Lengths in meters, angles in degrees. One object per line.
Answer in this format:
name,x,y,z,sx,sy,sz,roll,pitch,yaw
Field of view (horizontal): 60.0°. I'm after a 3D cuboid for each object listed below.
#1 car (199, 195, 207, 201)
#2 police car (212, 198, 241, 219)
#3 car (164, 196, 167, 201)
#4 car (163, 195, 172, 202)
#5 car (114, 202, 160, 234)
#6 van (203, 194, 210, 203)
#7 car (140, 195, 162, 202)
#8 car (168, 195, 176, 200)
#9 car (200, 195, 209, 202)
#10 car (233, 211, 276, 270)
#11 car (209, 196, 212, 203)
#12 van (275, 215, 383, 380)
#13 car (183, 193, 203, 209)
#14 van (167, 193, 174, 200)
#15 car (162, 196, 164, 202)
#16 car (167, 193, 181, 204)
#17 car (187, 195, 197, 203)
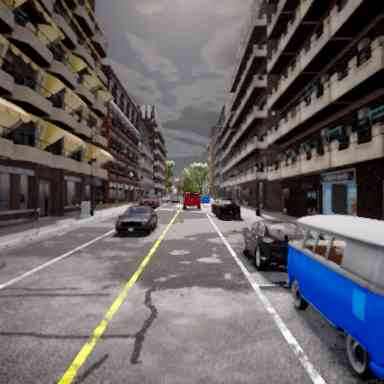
car,2.680,1.465,83.188,1.887,1.381,4.507,1,0,0
police car,3.134,1.396,29.328,1.930,1.638,5.238,0,0,0
car,-5.679,1.456,71.915,1.752,1.417,4.829,1,0,0
car,-5.680,1.491,77.657,1.947,1.339,4.313,1,0,0
car,-3.102,1.528,19.558,2.033,1.411,5.357,0,0,0
van,2.706,1.277,66.474,1.690,1.788,3.998,1,0,0
car,-5.676,1.272,44.230,2.192,1.841,5.009,1,0,0
car,-5.680,1.461,94.369,2.008,1.369,4.403,1,0,0
car,2.708,1.456,72.216,1.752,1.417,4.829,1,0,0
car,2.701,1.540,10.763,2.008,1.369,4.403,1,0,0
car,3.145,1.468,36.219,1.837,1.490,4.892,0,0,0
van,2.704,1.336,5.191,1.690,1.788,3.998,1,0,0
car,0.003,1.082,44.012,2.150,2.045,5.566,0,0,0
van,-5.678,1.257,88.799,1.690,1.788,3.998,1,0,0
car,-5.680,1.533,49.801,1.802,1.307,4.206,1,0,0
car,-3.035,1.487,62.241,2.033,1.411,5.357,0,0,1
car,0.000,1.393,66.869,2.033,1.411,5.357,0,0,0
